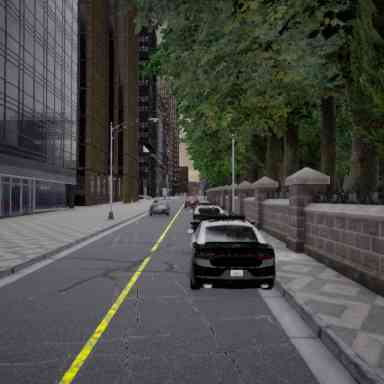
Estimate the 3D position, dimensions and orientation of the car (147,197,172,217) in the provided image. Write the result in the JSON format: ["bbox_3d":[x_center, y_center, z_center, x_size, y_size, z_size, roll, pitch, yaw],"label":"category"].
[{"bbox_3d":[-2.991,1.511,31.736,1.837,1.490,4.892,0,0,0],"label":"car"}]

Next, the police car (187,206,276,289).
[{"bbox_3d":[0.903,1.427,9.273,1.930,1.638,5.238,0,0,0],"label":"police car"}]

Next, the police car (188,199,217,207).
[{"bbox_3d":[0.905,1.428,19.275,1.930,1.638,5.238,0,0,0],"label":"police car"}]

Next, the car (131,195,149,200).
[{"bbox_3d":[-14.613,1.583,93.534,4.403,1.369,2.008,0,-1,0],"label":"car"}]

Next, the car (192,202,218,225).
[{"bbox_3d":[0.907,1.530,25.167,1.812,1.442,4.674,0,0,0],"label":"car"}]

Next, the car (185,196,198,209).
[{"bbox_3d":[0.048,1.371,46.657,2.097,1.767,4.553,0,0,1],"label":"car"}]

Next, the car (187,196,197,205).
[{"bbox_3d":[0.017,1.562,61.411,1.812,1.442,4.674,0,0,0],"label":"car"}]
